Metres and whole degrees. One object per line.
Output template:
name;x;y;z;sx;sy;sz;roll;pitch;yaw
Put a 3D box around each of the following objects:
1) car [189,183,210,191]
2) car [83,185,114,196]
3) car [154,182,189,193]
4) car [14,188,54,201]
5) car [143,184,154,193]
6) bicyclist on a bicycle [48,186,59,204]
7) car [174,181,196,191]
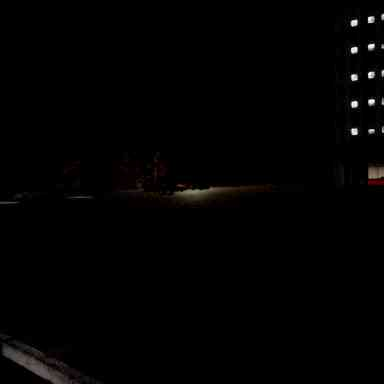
car;1.559;-0.965;62.217;1.895;1.301;4.718;0;2;29
car;-13.728;-0.196;49.047;1.837;1.490;4.892;0;3;31
car;-3.221;-0.592;53.721;2.033;1.411;5.357;0;2;30
car;-19.106;0.286;40.389;1.812;1.442;4.674;0;3;33
car;-5.999;-0.584;55.409;2.033;1.411;5.357;0;2;30
bicyclist on a bicycle;-12.643;0.252;30.255;1.656;1.620;0.582;-1;2;33
car;-1.317;-1.200;63.732;2.097;1.767;4.553;0;2;29
